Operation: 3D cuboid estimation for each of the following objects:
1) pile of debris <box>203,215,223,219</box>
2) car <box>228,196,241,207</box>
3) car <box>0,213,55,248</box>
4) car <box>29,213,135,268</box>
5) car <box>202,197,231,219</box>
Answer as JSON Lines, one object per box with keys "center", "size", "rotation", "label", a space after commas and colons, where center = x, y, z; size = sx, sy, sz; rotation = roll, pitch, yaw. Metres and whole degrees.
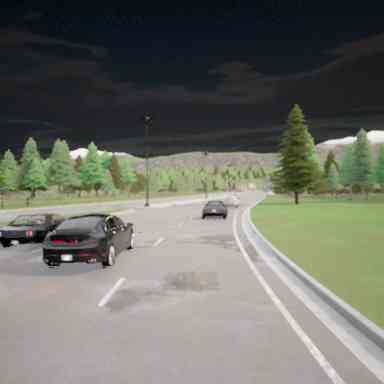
{"center": [1.712, 2.016, 26.978], "size": [1.500, 0.140, 1.860], "rotation": [-1, 0, 8], "label": "pile of debris"}
{"center": [5.307, 1.241, 43.730], "size": [1.812, 1.442, 4.674], "rotation": [-1, 0, 14], "label": "car"}
{"center": [-6.523, 1.591, 14.770], "size": [1.895, 1.301, 4.718], "rotation": [-1, 0, 4], "label": "car"}
{"center": [-3.216, 1.479, 11.236], "size": [1.837, 1.490, 4.892], "rotation": [-1, 0, 2], "label": "car"}
{"center": [1.960, 1.398, 27.600], "size": [1.994, 1.385, 4.181], "rotation": [-1, 0, 8], "label": "car"}
